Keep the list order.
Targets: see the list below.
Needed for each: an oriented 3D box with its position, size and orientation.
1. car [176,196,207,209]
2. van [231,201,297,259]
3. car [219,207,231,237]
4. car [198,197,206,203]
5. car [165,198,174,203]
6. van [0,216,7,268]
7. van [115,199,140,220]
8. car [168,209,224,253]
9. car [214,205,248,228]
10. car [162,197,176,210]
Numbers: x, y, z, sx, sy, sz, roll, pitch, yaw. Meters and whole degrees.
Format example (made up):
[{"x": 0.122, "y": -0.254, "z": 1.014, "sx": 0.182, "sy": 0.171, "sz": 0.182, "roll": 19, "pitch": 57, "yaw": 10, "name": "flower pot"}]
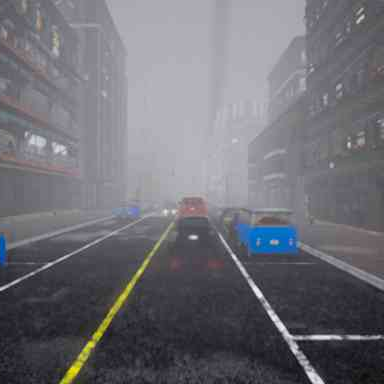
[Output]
[{"x": 0.064, "y": 1.390, "z": 28.573, "sx": 2.150, "sy": 2.045, "sz": 5.566, "roll": 0, "pitch": 0, "yaw": 0, "name": "car"}, {"x": 2.696, "y": 1.413, "z": 12.713, "sx": 1.690, "sy": 1.788, "sz": 3.998, "roll": 0, "pitch": 0, "yaw": 0, "name": "van"}, {"x": 2.694, "y": 1.671, "z": 18.373, "sx": 1.947, "sy": 1.339, "sz": 4.313, "roll": 0, "pitch": 0, "yaw": 0, "name": "car"}, {"x": 2.688, "y": 2.141, "z": 90.375, "sx": 1.887, "sy": 1.381, "sz": 4.507, "roll": 0, "pitch": 0, "yaw": 0, "name": "car"}, {"x": -5.692, "y": 2.118, "z": 84.744, "sx": 1.947, "sy": 1.339, "sz": 4.313, "roll": 0, "pitch": 0, "yaw": 0, "name": "car"}, {"x": -5.685, "y": 1.380, "z": 7.050, "sx": 1.690, "sy": 1.788, "sz": 3.998, "roll": 0, "pitch": 0, "yaw": 0, "name": "van"}, {"x": -5.687, "y": 1.514, "z": 29.697, "sx": 1.690, "sy": 1.788, "sz": 3.998, "roll": 0, "pitch": 0, "yaw": 0, "name": "van"}, {"x": 0.068, "y": 1.643, "z": 14.139, "sx": 1.994, "sy": 1.385, "sz": 4.181, "roll": 0, "pitch": 0, "yaw": 0, "name": "car"}, {"x": 2.693, "y": 1.704, "z": 24.036, "sx": 1.947, "sy": 1.339, "sz": 4.313, "roll": 0, "pitch": 0, "yaw": 0, "name": "car"}, {"x": -3.077, "y": 1.849, "z": 47.425, "sx": 1.994, "sy": 1.385, "sz": 4.181, "roll": 0, "pitch": 0, "yaw": 0, "name": "car"}]
